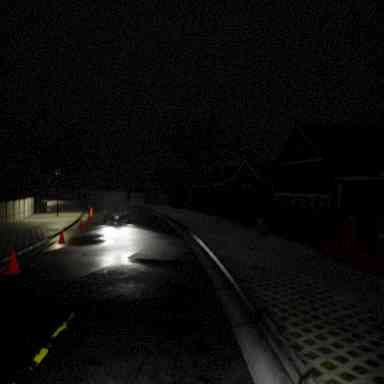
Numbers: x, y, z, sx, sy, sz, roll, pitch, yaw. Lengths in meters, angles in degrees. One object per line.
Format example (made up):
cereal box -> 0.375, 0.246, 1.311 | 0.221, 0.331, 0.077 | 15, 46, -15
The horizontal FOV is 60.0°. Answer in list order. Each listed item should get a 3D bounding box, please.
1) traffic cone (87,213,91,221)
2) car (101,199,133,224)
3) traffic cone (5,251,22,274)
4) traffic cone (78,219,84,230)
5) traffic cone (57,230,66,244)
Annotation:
traffic cone -> -7.248, 1.763, 23.482 | 0.340, 0.580, 0.340 | 0, 1, -13
car -> -5.285, 1.299, 23.320 | 2.128, 1.511, 4.902 | 0, 1, -13
traffic cone -> -4.860, 1.905, 9.040 | 0.340, 0.580, 0.340 | 0, 0, -5
traffic cone -> -6.228, 1.818, 18.707 | 0.340, 0.580, 0.340 | 0, 1, -11
traffic cone -> -5.431, 1.865, 13.889 | 0.340, 0.580, 0.340 | 0, 1, -8
